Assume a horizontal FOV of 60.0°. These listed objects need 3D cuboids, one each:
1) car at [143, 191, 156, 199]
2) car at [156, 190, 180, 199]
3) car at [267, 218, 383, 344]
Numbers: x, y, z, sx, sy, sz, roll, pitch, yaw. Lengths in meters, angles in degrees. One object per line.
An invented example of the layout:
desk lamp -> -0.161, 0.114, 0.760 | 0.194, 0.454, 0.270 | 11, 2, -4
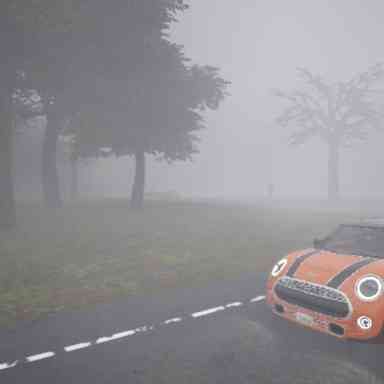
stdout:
car -> -8.211, 0.582, 67.236 | 2.128, 1.511, 4.902 | 2, -1, -36
car -> -4.238, 0.468, 61.821 | 2.097, 1.767, 4.553 | 2, -1, -35
car -> 3.554, 1.346, 6.405 | 4.553, 1.767, 2.097 | 0, 0, -36
